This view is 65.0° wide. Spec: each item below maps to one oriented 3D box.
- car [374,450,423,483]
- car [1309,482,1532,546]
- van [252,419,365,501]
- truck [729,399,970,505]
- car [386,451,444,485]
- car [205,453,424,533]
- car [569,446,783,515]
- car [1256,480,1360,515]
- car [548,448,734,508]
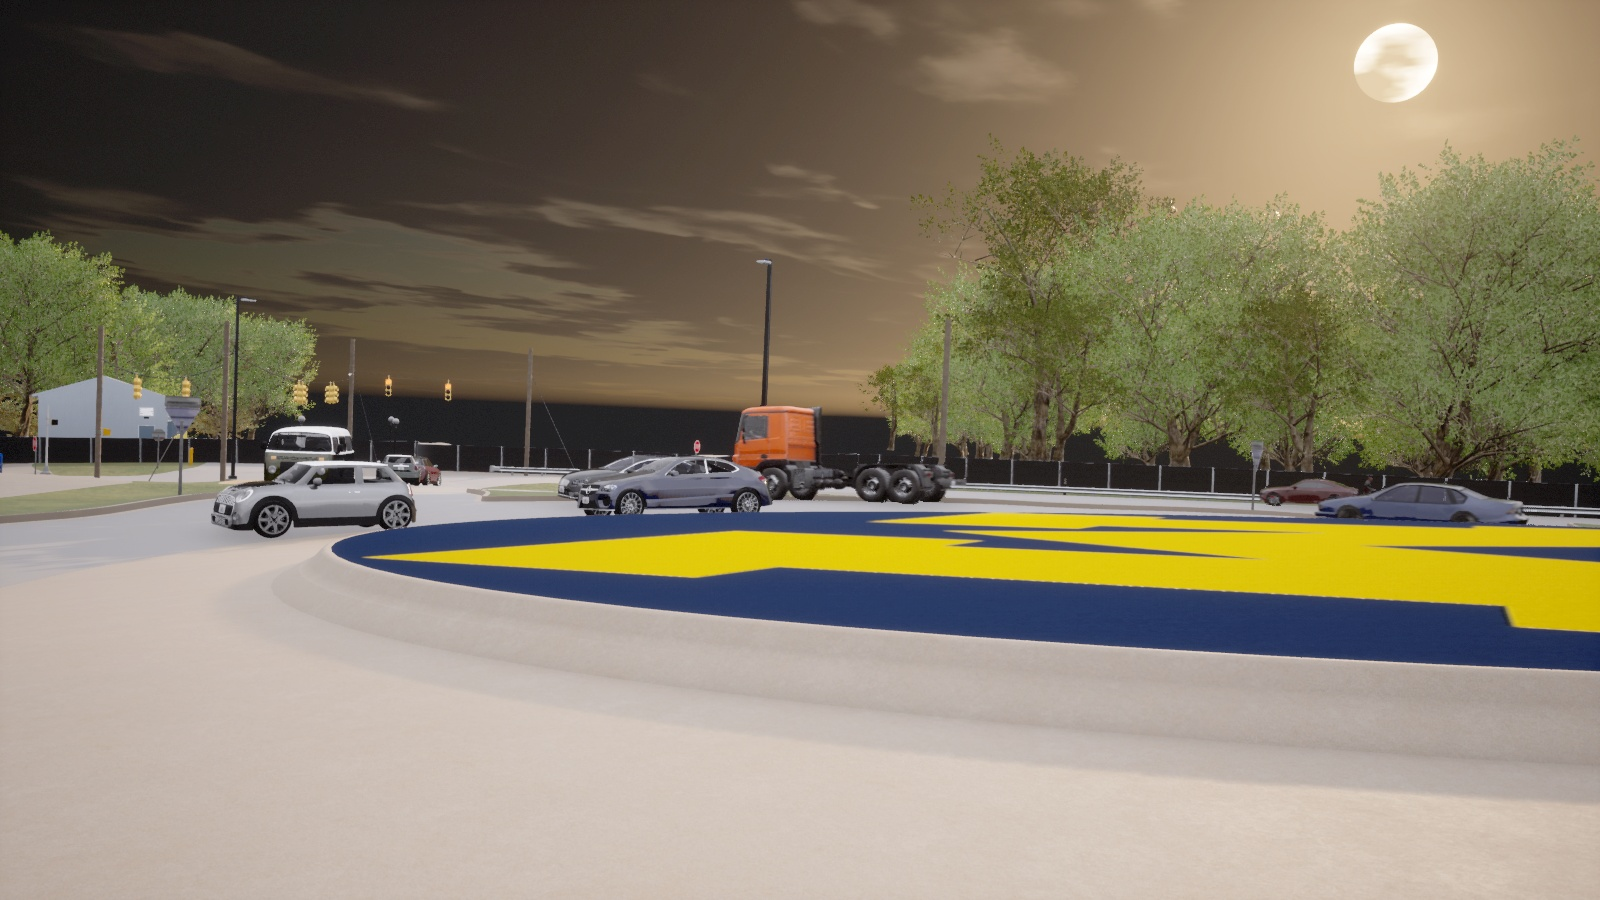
[{"bbox_3d":[-19.597,0.793,61.196,1.970,1.475,3.806,2,-1,-22],"label":"car"},{"bbox_3d":[17.631,1.761,35.833,5.357,1.411,2.033,3,1,39],"label":"car"},{"bbox_3d":[-13.516,0.253,34.792,2.069,2.038,4.480,3,0,-11],"label":"van"},{"bbox_3d":[1.693,0.109,44.183,7.936,3.462,2.891,0,-2,27],"label":"truck"},{"bbox_3d":[-21.367,1.013,69.833,2.097,1.767,4.553,3,-1,-5],"label":"car"},{"bbox_3d":[-10.114,0.857,26.276,3.806,1.475,1.970,1,2,-40],"label":"car"},{"bbox_3d":[-3.144,0.800,32.222,5.027,1.651,2.152,2,-1,-33],"label":"car"},{"bbox_3d":[25.551,2.365,63.140,4.674,1.442,1.812,2,1,27],"label":"car"},{"bbox_3d":[-4.635,0.829,36.849,4.902,1.511,2.128,2,2,-30],"label":"car"}]
